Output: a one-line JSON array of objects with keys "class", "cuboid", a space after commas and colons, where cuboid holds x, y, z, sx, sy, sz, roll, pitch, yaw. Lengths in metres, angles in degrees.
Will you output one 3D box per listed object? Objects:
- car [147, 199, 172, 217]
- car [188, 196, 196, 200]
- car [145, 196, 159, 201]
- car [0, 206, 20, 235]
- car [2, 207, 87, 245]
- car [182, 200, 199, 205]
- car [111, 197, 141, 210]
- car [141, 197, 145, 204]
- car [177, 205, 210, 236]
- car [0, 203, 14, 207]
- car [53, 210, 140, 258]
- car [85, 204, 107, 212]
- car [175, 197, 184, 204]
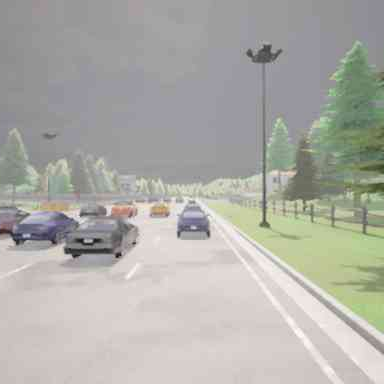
[{"class": "car", "cuboid": [-3.399, 1.832, 36.281, 1.882, 1.535, 5.008, 0, -1, 0]}, {"class": "car", "cuboid": [-0.001, 2.469, 90.473, 1.895, 1.301, 4.718, 0, -1, 0]}, {"class": "car", "cuboid": [-10.501, 2.094, 90.060, 2.150, 2.045, 5.566, 0, -1, 0]}, {"class": "car", "cuboid": [-10.400, 1.754, 19.400, 1.994, 1.385, 4.181, 0, -1, 0]}, {"class": "car", "cuboid": [-6.915, 1.685, 16.214, 1.812, 1.442, 4.674, 0, -1, 0]}, {"class": "car", "cuboid": [0.086, 1.875, 35.755, 1.812, 1.442, 4.674, 0, -1, 0]}, {"class": "car", "cuboid": [-6.900, 1.688, 34.433, 2.097, 1.767, 4.553, 0, -1, 0]}, {"class": "car", "cuboid": [-14.001, 2.228, 90.415, 2.097, 1.767, 4.553, 0, -1, 0]}, {"class": "car", "cuboid": [0.085, 1.718, 19.652, 1.812, 1.442, 4.674, 0, -1, 0]}, {"class": "car", "cuboid": [-19.095, 1.824, 33.999, 2.128, 1.511, 4.902, 0, -1, -22]}, {"class": "car", "cuboid": [-3.400, 1.679, 13.419, 2.033, 1.411, 5.357, 0, -1, 0]}, {"class": "car", "cuboid": [-10.400, 1.910, 35.420, 1.994, 1.385, 4.181, 0, -1, 0]}, {"class": "car", "cuboid": [-3.501, 2.228, 90.415, 2.097, 1.767, 4.553, 0, -1, 0]}]
